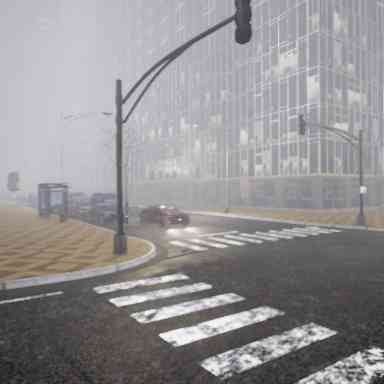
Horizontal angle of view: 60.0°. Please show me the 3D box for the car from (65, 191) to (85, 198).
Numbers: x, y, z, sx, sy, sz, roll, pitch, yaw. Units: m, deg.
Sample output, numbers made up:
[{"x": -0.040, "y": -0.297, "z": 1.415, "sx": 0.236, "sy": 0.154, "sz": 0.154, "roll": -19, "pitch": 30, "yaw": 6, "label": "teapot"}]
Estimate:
[{"x": -13.751, "y": 0.961, "z": 39.507, "sx": 2.150, "sy": 2.045, "sz": 5.566, "roll": -1, "pitch": 1, "yaw": -34, "label": "car"}]

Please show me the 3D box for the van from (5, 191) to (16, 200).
[{"x": -37.881, "y": 0.747, "z": 70.254, "sx": 1.690, "sy": 1.788, "sz": 3.998, "roll": 0, "pitch": 1, "yaw": -34, "label": "van"}]

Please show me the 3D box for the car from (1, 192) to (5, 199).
[{"x": -41.086, "y": 0.793, "z": 74.948, "sx": 1.967, "sy": 1.590, "sz": 4.097, "roll": 0, "pitch": 1, "yaw": -34, "label": "car"}]

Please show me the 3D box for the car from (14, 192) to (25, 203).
[{"x": -28.268, "y": 1.115, "z": 56.174, "sx": 2.008, "sy": 1.369, "sz": 4.403, "roll": 0, "pitch": 1, "yaw": -34, "label": "car"}]

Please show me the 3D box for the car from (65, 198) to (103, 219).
[{"x": -9.133, "y": 1.456, "z": 27.949, "sx": 1.802, "sy": 1.307, "sz": 4.206, "roll": 0, "pitch": 1, "yaw": -34, "label": "car"}]

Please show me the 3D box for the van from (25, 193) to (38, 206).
[{"x": -21.857, "y": 1.010, "z": 46.784, "sx": 1.690, "sy": 1.788, "sz": 3.998, "roll": 0, "pitch": 1, "yaw": -34, "label": "van"}]

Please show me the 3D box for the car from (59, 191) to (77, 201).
[{"x": -24.550, "y": 0.744, "z": 65.590, "sx": 2.192, "sy": 1.841, "sz": 5.009, "roll": 0, "pitch": 1, "yaw": -34, "label": "car"}]

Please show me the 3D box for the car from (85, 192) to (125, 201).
[{"x": -7.717, "y": 1.057, "z": 30.651, "sx": 2.150, "sy": 2.045, "sz": 5.566, "roll": -1, "pitch": 1, "yaw": -34, "label": "car"}]

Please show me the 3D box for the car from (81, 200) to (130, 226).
[{"x": -5.942, "y": 1.491, "z": 23.243, "sx": 1.947, "sy": 1.339, "sz": 4.313, "roll": 0, "pitch": 1, "yaw": -34, "label": "car"}]

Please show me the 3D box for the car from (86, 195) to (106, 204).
[{"x": -14.937, "y": 1.169, "z": 51.510, "sx": 1.802, "sy": 1.307, "sz": 4.206, "roll": 0, "pitch": 1, "yaw": -34, "label": "car"}]

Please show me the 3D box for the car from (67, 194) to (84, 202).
[{"x": -21.346, "y": 1.064, "z": 60.899, "sx": 1.802, "sy": 1.307, "sz": 4.206, "roll": 0, "pitch": 1, "yaw": -34, "label": "car"}]

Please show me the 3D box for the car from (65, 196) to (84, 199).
[{"x": -12.289, "y": 1.389, "z": 32.675, "sx": 1.947, "sy": 1.339, "sz": 4.313, "roll": 0, "pitch": 1, "yaw": -34, "label": "car"}]

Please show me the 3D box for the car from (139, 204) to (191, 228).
[{"x": -1.854, "y": 1.491, "z": 22.064, "sx": 1.994, "sy": 1.385, "sz": 4.181, "roll": -1, "pitch": 1, "yaw": -34, "label": "car"}]

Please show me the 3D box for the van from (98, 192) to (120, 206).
[{"x": -11.732, "y": 0.980, "z": 46.814, "sx": 1.690, "sy": 1.788, "sz": 3.998, "roll": 0, "pitch": 1, "yaw": -34, "label": "van"}]
